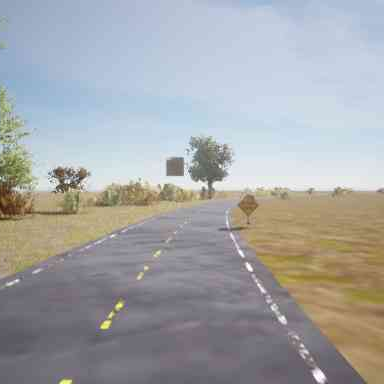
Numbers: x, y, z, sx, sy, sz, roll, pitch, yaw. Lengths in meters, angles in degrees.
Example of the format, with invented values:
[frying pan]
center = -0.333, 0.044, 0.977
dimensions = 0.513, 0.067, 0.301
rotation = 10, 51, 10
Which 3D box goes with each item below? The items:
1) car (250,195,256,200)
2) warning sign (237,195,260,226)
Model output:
[car]
center = 16.702, 1.431, 92.758
dimensions = 1.882, 1.535, 5.008
rotation = 0, 0, 19
[warning sign]
center = 3.385, 1.086, 20.037
dimensions = 1.300, 1.860, 1.060
rotation = 0, 0, 4
